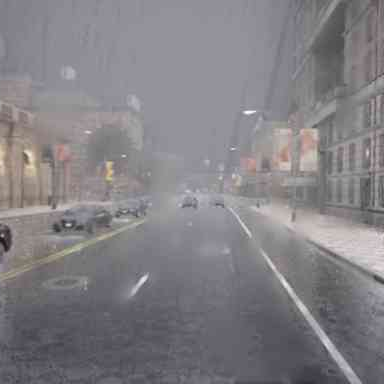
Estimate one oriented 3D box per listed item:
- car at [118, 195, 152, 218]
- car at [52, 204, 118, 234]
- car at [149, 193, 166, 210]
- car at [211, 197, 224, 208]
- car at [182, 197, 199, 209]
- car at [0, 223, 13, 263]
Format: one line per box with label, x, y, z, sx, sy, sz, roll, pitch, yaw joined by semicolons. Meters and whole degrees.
car;-4.992;1.297;27.976;1.837;1.490;4.892;1;0;5
car;-5.783;1.385;18.030;1.994;1.385;4.181;1;0;5
car;-4.181;1.254;38.355;2.128;1.511;4.902;1;0;4
car;3.579;1.410;46.942;2.033;1.411;5.357;1;0;4
car;-0.196;1.359;43.108;2.033;1.411;5.357;1;0;4
car;-6.568;1.340;8.188;2.128;1.511;4.902;1;0;6
